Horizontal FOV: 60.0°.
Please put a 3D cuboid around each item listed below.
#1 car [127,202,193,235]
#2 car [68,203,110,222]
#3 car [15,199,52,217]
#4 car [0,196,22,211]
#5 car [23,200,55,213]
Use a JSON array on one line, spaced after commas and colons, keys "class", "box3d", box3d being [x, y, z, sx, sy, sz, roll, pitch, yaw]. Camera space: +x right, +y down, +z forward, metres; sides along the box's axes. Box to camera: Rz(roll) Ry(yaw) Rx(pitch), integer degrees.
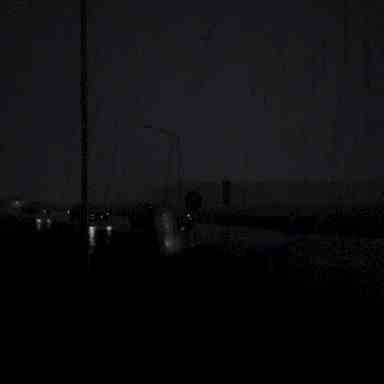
[{"class": "car", "box3d": [-1.977, 1.427, 19.717, 2.097, 1.767, 4.553, -1, 0, -41]}, {"class": "car", "box3d": [-8.528, 1.685, 27.171, 1.837, 1.490, 4.892, -1, 0, -42]}, {"class": "car", "box3d": [-16.969, 1.809, 36.166, 2.128, 1.511, 4.902, -1, 0, -44]}, {"class": "car", "box3d": [-27.424, 1.696, 50.369, 5.566, 2.045, 2.150, -1, 0, 44]}, {"class": "car", "box3d": [-19.900, 1.843, 43.190, 4.902, 1.511, 2.128, -1, 0, 45]}]
